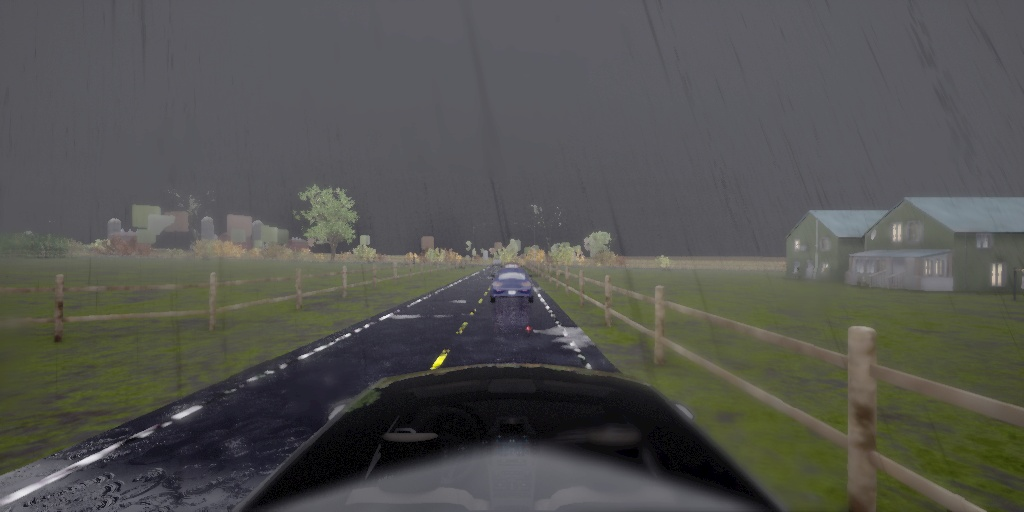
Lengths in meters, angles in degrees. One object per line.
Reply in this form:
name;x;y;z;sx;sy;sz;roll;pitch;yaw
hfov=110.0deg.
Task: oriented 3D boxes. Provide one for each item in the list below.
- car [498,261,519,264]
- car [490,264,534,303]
car;0.000;1.284;31.508;1.812;1.442;4.674;0;0;0
car;0.000;1.280;16.507;1.812;1.442;4.674;0;0;0
